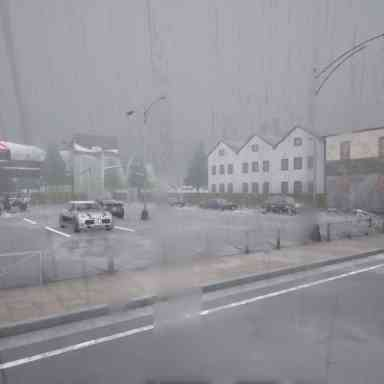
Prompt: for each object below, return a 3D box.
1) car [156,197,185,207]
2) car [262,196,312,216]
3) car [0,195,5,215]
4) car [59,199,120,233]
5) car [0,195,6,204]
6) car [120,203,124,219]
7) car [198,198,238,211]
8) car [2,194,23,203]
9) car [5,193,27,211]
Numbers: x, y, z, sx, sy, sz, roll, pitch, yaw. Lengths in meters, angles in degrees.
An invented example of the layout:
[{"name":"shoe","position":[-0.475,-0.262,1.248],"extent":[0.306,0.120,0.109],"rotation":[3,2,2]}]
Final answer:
[{"name":"car","position":[-3.111,1.371,46.836],"extent":[2.033,1.411,5.357],"rotation":[0,0,-35]},{"name":"car","position":[8.595,1.175,30.338],"extent":[2.097,1.767,4.553],"rotation":[0,0,-35]},{"name":"car","position":[-18.256,1.113,29.604],"extent":[1.932,1.855,4.605],"rotation":[0,0,-36]},{"name":"car","position":[-5.654,1.248,17.647],"extent":[1.970,1.475,3.806],"rotation":[0,0,-36]},{"name":"car","position":[-39.529,1.495,65.869],"extent":[4.611,1.667,2.242],"rotation":[0,0,-36]},{"name":"car","position":[-6.783,1.313,25.511],"extent":[2.007,1.523,4.514],"rotation":[0,0,-36]},{"name":"car","position":[2.892,1.371,38.341],"extent":[2.033,1.411,5.357],"rotation":[0,0,-36]},{"name":"car","position":[-39.301,1.328,72.998],"extent":[3.866,1.878,1.905],"rotation":[0,0,-36]},{"name":"car","position":[-20.168,1.092,37.914],"extent":[1.905,1.878,3.866],"rotation":[0,0,-36]}]
